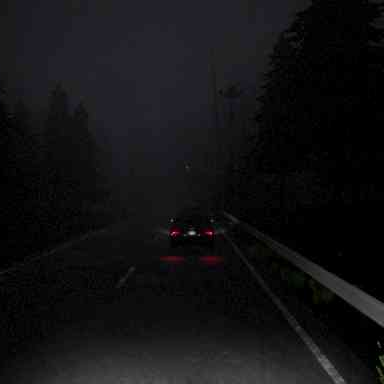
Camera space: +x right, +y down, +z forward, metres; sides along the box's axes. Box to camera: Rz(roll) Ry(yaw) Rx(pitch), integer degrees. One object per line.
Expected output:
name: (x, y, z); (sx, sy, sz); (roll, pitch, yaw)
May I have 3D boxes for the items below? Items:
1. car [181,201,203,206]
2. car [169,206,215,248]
car: (0.000, 1.532, 29.650); (1.812, 1.442, 4.674); (0, 0, 0)
car: (0.000, 1.562, 14.650); (2.033, 1.411, 5.357); (0, 0, 0)
